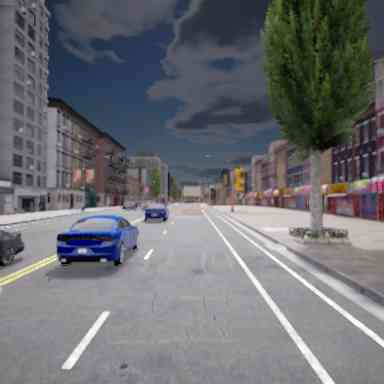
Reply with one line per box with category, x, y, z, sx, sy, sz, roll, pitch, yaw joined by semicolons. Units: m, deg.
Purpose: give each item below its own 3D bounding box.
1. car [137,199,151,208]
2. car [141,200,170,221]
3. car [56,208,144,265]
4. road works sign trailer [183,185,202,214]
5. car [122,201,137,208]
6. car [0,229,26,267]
car;-6.541;1.999;50.890;2.097;1.767;4.553;0;-1;0
car;-3.137;1.779;30.416;1.882;1.535;5.008;0;-1;0
car;-3.144;1.565;12.019;1.882;1.535;5.008;0;-1;0
road works sign trailer;0.019;0.939;41.975;2.380;3.560;2.880;0;-1;0
car;-9.792;2.195;52.908;1.837;1.490;4.892;0;-1;0
car;-6.595;1.607;9.001;2.033;1.411;5.357;0;0;0
